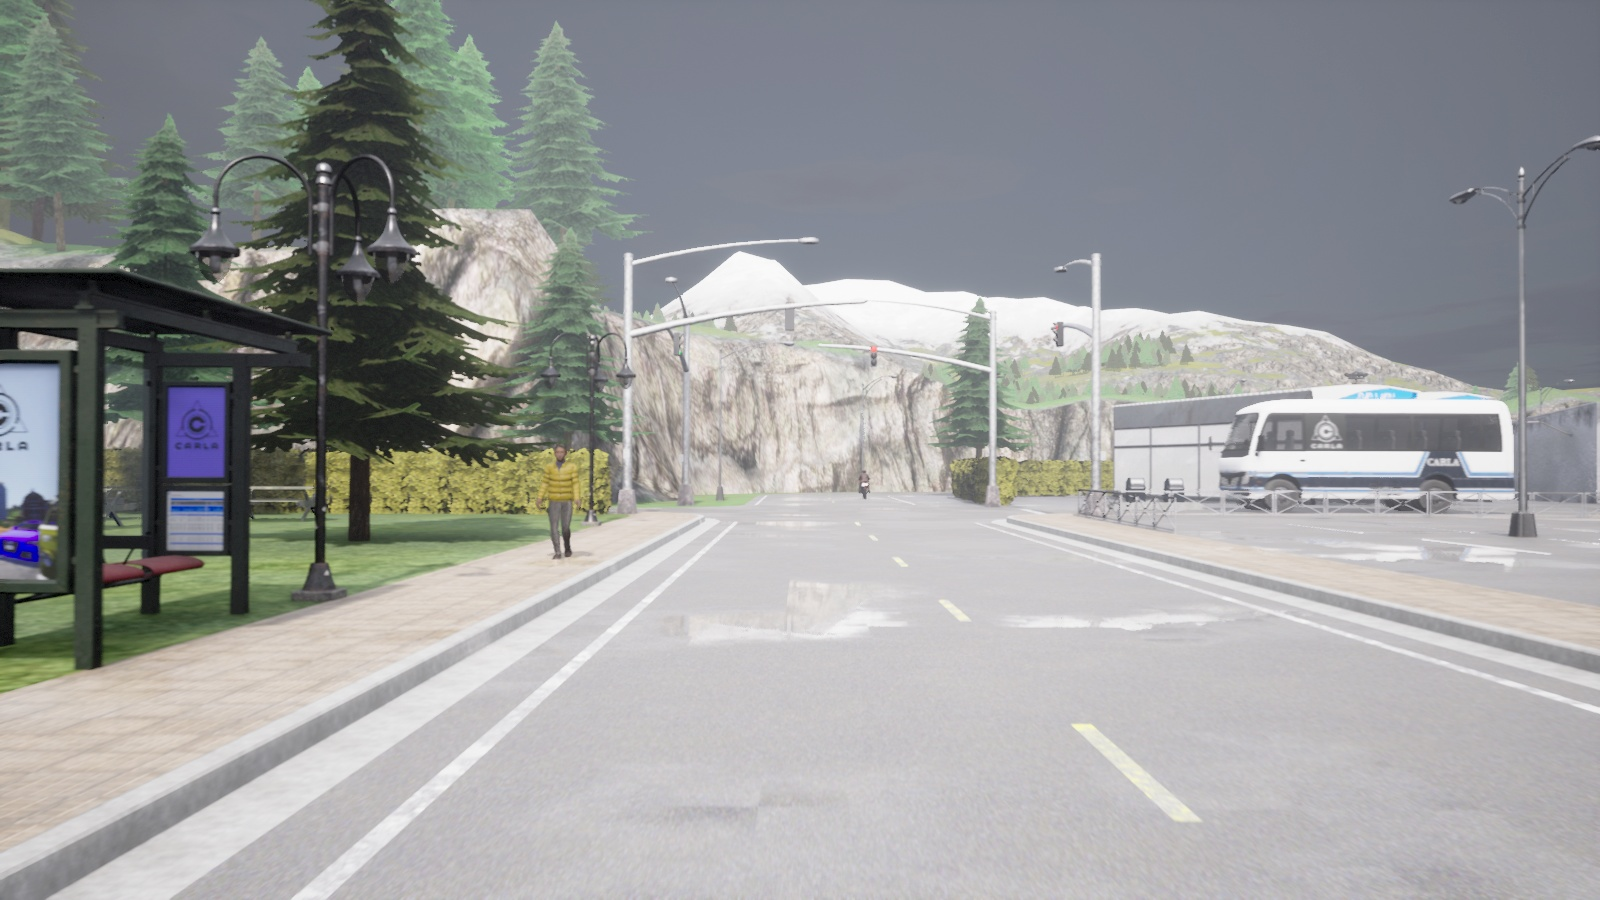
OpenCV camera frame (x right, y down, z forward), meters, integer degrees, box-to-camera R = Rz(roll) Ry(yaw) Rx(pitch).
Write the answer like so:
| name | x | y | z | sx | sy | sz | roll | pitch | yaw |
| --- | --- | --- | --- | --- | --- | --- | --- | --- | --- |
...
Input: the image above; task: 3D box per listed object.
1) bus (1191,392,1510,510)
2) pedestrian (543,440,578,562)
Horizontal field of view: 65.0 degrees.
| name | x | y | z | sx | sy | sz | roll | pitch | yaw |
| --- | --- | --- | --- | --- | --- | --- | --- | --- | --- |
| bus | 20.560 | 0.067 | 47.480 | 10.273 | 4.253 | 3.944 | 0 | -1 | 1 |
| pedestrian | -3.679 | 0.773 | 19.330 | 0.431 | 1.840 | 0.709 | 0 | -1 | -2 |
